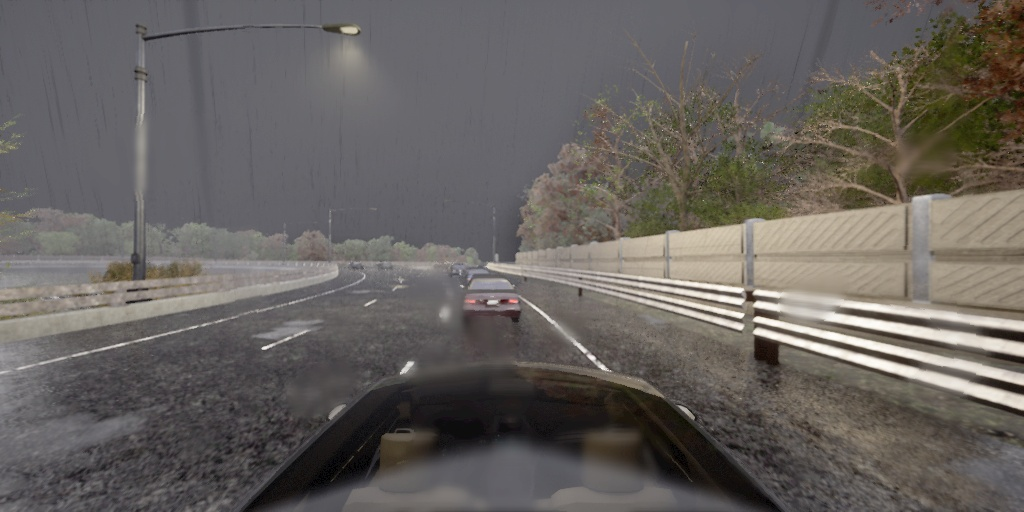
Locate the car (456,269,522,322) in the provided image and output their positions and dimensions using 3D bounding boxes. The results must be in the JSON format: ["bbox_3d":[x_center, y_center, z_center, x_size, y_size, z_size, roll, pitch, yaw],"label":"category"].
[{"bbox_3d":[-0.814,1.376,12.677,2.033,1.411,5.357,0,0,-6],"label":"car"}]

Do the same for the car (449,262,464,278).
[{"bbox_3d":[-5.680,1.559,38.154,2.033,1.411,5.357,0,0,-12],"label":"car"}]

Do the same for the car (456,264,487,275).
[{"bbox_3d":[-2.376,1.454,23.521,2.033,1.411,5.357,0,0,-11],"label":"car"}]
